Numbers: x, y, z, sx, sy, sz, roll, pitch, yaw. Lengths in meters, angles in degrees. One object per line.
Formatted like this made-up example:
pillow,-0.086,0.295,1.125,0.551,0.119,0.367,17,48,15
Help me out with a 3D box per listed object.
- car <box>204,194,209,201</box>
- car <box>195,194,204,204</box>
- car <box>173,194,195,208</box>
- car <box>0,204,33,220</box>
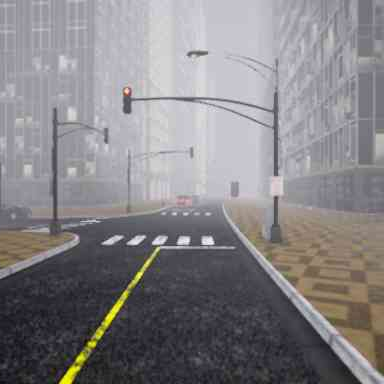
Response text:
car,2.560,1.104,73.138,2.128,1.511,4.902,0,0,8
car,0.482,1.200,57.948,1.837,1.490,4.892,0,0,7
car,-1.126,1.140,42.598,2.097,1.767,4.553,0,0,5
car,-16.421,1.725,29.528,4.403,1.369,2.008,-1,1,10
